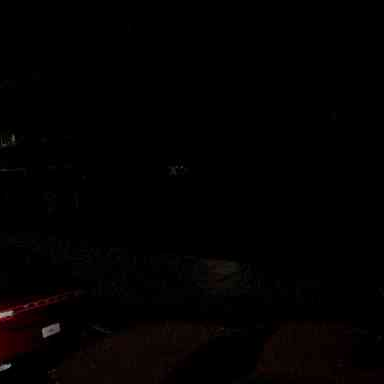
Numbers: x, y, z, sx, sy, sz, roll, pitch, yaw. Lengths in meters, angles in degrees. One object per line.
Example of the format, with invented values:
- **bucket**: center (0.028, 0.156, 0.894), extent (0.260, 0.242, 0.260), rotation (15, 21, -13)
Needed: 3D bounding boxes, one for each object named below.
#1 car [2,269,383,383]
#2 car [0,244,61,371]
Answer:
- **car**: center (0.878, 1.512, 2.188), extent (4.829, 1.417, 1.752), rotation (0, 0, 35)
- **car**: center (-3.507, 1.499, 5.249), extent (4.507, 1.381, 1.887), rotation (0, 0, 35)
